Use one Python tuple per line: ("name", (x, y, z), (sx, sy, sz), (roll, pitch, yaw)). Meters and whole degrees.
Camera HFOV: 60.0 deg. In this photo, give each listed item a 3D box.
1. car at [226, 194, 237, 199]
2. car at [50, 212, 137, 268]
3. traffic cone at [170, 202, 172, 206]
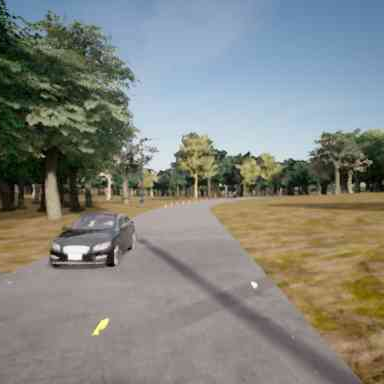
("car", (10.917, 1.212, 92.510), (1.882, 1.535, 5.008), (0, 1, 26))
("car", (-3.097, 1.453, 11.263), (2.128, 1.511, 4.902), (0, 0, 0))
("traffic cone", (-3.217, 1.844, 51.911), (0.340, 0.580, 0.340), (0, 0, 7))
